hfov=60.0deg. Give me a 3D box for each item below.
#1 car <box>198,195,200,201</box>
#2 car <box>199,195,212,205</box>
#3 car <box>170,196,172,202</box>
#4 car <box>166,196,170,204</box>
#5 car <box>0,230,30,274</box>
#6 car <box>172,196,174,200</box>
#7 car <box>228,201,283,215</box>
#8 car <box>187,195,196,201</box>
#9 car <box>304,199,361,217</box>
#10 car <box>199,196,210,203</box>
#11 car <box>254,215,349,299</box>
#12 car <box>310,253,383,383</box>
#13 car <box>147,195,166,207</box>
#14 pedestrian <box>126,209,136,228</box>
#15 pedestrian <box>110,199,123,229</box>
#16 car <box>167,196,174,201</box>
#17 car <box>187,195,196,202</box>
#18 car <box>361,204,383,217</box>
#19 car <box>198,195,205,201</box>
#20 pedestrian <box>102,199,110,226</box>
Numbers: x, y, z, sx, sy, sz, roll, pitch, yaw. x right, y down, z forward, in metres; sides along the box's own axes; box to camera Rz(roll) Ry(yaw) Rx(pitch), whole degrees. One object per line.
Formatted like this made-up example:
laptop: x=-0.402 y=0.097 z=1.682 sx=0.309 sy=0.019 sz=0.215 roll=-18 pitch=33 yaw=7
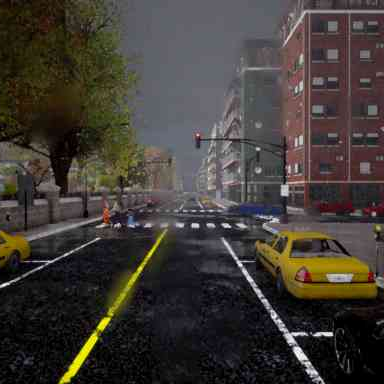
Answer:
car: x=2.606 y=1.575 z=62.816 sx=1.887 sy=1.381 sz=4.507 roll=0 pitch=0 yaw=0
car: x=2.613 y=1.550 z=57.451 sx=1.752 sy=1.417 sz=4.829 roll=0 pitch=0 yaw=0
car: x=-5.781 y=1.581 z=68.340 sx=1.887 sy=1.381 sz=4.507 roll=0 pitch=0 yaw=0
car: x=-5.775 y=1.470 z=62.805 sx=1.967 sy=1.590 sz=4.097 roll=0 pitch=0 yaw=0
car: x=-5.703 y=1.526 z=7.998 sx=1.752 sy=1.417 sz=4.829 roll=0 pitch=0 yaw=0
car: x=-5.795 y=1.630 z=79.410 sx=1.802 sy=1.307 sz=4.206 roll=0 pitch=0 yaw=0
car: x=6.310 y=1.643 z=33.346 sx=5.357 sy=1.411 sz=2.033 roll=2 pitch=0 yaw=12
car: x=-0.112 y=1.495 z=87.479 sx=2.128 sy=1.511 sz=4.902 roll=0 pitch=0 yaw=0
car: x=14.570 y=1.598 z=35.188 sx=5.009 sy=1.841 sz=2.192 roll=1 pitch=-1 yaw=0
car: x=2.599 y=1.587 z=68.352 sx=2.008 sy=1.369 sz=4.403 roll=0 pitch=0 yaw=0
car: x=2.677 y=1.526 z=8.350 sx=1.752 sy=1.417 sz=4.829 roll=0 pitch=0 yaw=0
car: x=2.685 y=1.566 z=2.549 sx=1.947 sy=1.339 sz=4.313 roll=0 pitch=0 yaw=0
car: x=-5.761 y=1.335 z=51.735 sx=2.192 sy=1.841 sz=5.009 roll=0 pitch=0 yaw=0
pedestrian: x=-3.842 y=1.578 z=20.958 sx=0.375 sy=1.300 sz=0.375 roll=0 pitch=0 yaw=0
pedestrian: x=-4.622 y=1.298 z=20.356 sx=0.375 sy=1.860 sz=0.375 roll=0 pitch=0 yaw=0
car: x=-5.809 y=1.643 z=90.481 sx=1.802 sy=1.307 sz=4.206 roll=0 pitch=0 yaw=0
car: x=-0.098 y=1.592 z=77.468 sx=1.994 sy=1.385 sz=4.181 roll=0 pitch=0 yaw=0
car: x=20.260 y=1.931 z=35.210 sx=4.507 sy=1.381 sz=1.887 roll=1 pitch=-1 yaw=0
car: x=2.571 y=1.606 z=90.492 sx=1.887 sy=1.381 sz=4.507 roll=0 pitch=0 yaw=0
pedestrian: x=-5.536 y=1.298 z=21.555 sx=0.375 sy=1.860 sz=0.375 roll=0 pitch=0 yaw=0
